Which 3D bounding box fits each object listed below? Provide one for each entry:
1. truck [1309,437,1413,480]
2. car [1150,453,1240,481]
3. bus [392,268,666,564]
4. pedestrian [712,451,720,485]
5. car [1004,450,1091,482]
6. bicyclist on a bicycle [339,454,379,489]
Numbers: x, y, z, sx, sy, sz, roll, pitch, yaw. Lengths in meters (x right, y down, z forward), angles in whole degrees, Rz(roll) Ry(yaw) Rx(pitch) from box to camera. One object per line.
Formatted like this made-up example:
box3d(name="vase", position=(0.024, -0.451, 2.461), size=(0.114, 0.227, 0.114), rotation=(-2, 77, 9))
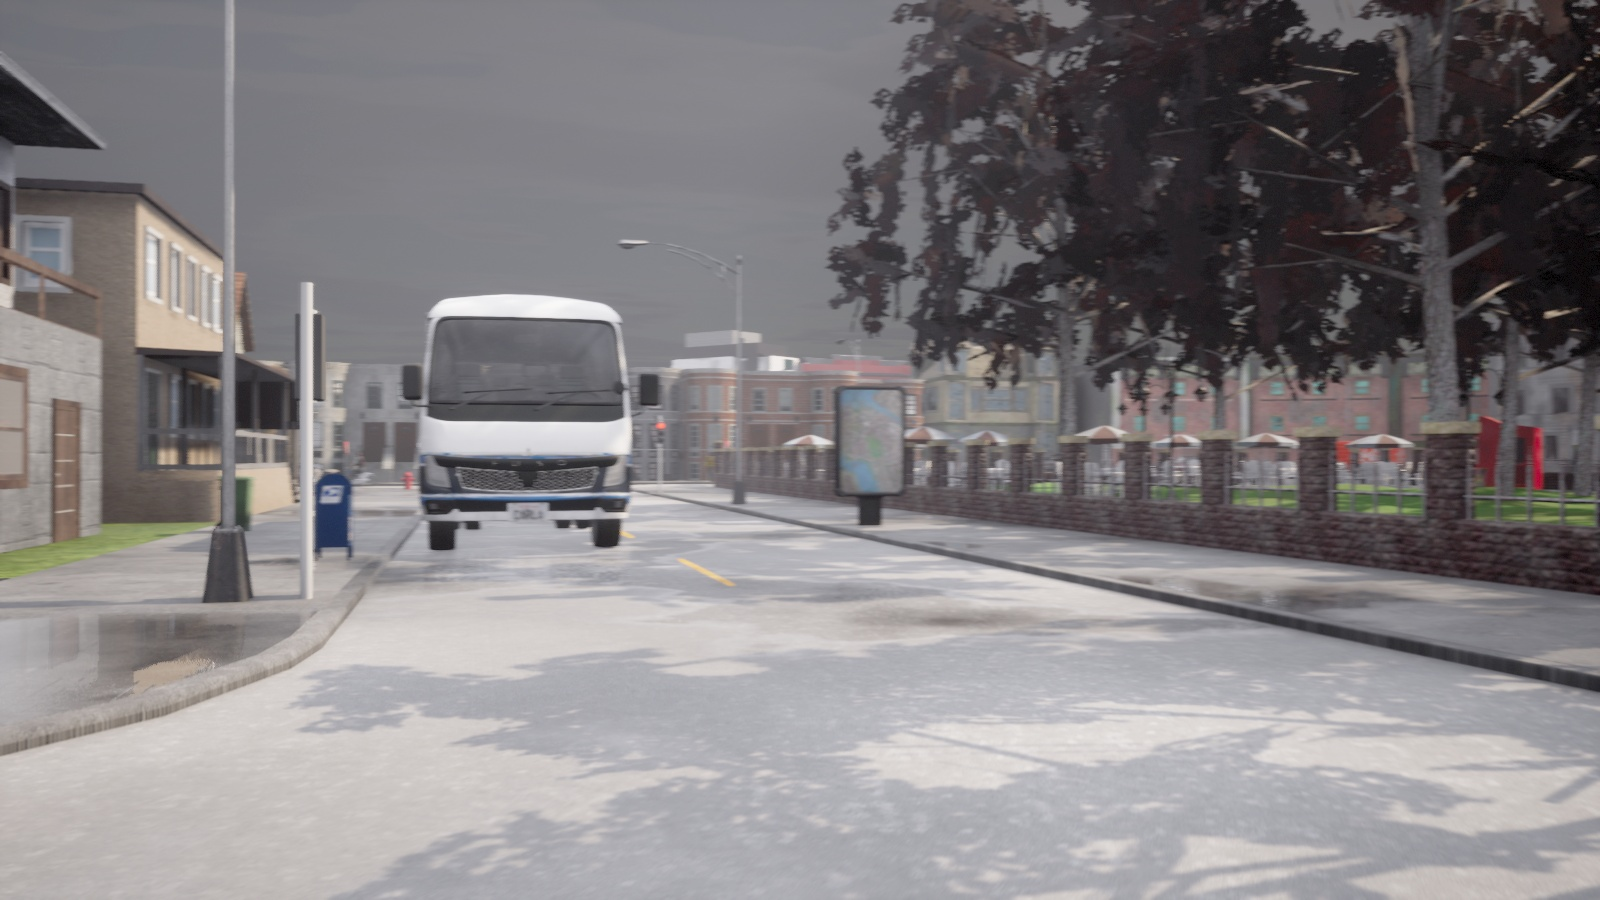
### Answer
box3d(name="truck", position=(33.571, 0.544, 75.190), size=(5.204, 2.467, 2.627), rotation=(-1, -1, 38))
box3d(name="car", position=(23.991, 1.021, 76.327), size=(4.856, 1.649, 2.033), rotation=(0, 0, -9))
box3d(name="bus", position=(-5.156, -0.462, 23.532), size=(3.944, 4.253, 10.273), rotation=(0, 0, -14))
box3d(name="pedestrian", position=(-4.529, 0.971, 67.718), size=(0.431, 1.840, 0.709), rotation=(0, 0, -1))
box3d(name="car", position=(14.561, 0.939, 73.938), size=(4.605, 1.855, 1.932), rotation=(0, 0, -14))
box3d(name="bicyclist on a bicycle", position=(-22.560, 1.115, 64.267), size=(1.843, 1.776, 0.659), rotation=(0, 0, -12))
